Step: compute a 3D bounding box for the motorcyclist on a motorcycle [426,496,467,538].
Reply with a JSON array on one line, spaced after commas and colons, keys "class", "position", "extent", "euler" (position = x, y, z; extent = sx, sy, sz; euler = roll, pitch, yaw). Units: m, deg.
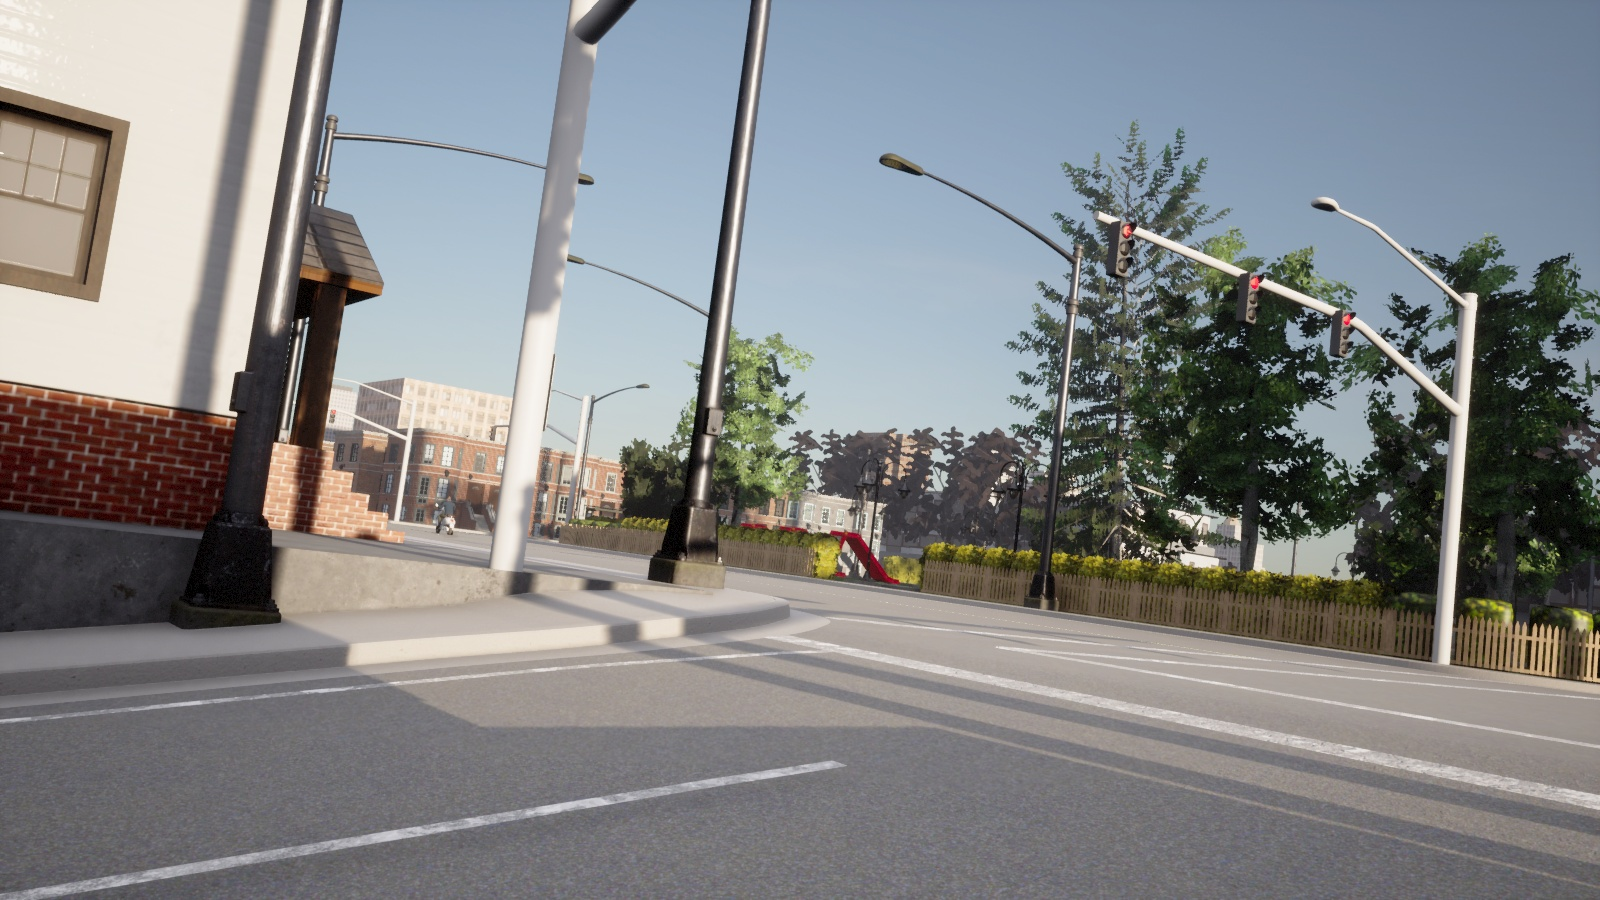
[{"class": "motorcyclist on a motorcycle", "position": [-14.749, 2.788, 52.390], "extent": [0.866, 1.590, 1.817], "euler": [10, -6, -35]}]
